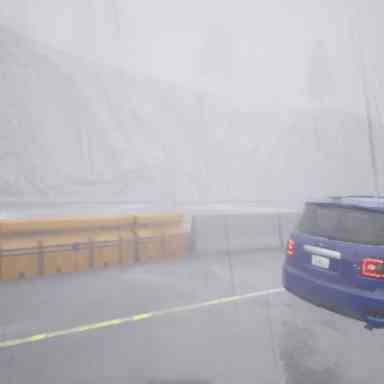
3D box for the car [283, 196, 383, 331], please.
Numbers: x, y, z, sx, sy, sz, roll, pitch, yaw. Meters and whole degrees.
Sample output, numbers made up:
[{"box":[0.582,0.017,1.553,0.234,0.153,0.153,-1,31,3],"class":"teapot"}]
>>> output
[{"box":[4.248,1.119,6.164,5.566,2.045,2.150,0,2,-28],"class":"car"}]
